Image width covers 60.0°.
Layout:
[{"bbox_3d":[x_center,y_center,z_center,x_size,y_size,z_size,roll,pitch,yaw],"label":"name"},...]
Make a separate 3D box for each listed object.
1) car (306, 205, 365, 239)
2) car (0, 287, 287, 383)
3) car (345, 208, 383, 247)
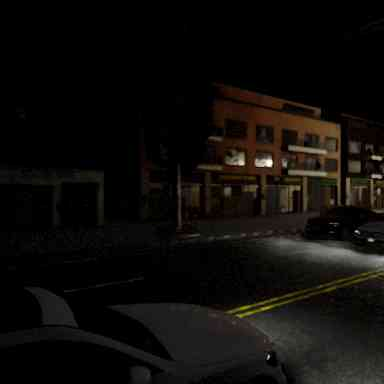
[{"bbox_3d":[8.018,1.470,17.392,5.008,1.535,1.882,0,0,-35],"label":"car"},{"bbox_3d":[-1.303,1.526,2.510,4.674,1.442,1.812,0,0,-36],"label":"car"},{"bbox_3d":[8.596,1.519,13.811,4.674,1.442,1.812,0,0,-35],"label":"car"}]
